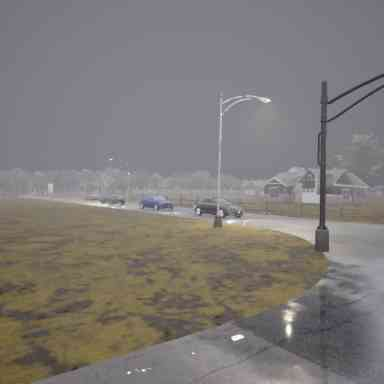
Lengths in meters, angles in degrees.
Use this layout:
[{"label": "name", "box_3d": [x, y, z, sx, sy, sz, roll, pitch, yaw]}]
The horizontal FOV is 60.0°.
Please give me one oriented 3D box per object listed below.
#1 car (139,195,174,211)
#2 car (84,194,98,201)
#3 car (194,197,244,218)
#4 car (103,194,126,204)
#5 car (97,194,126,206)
[{"label": "car", "box_3d": [-3.735, 1.083, 34.622, 1.882, 1.535, 5.008, 2, 0, -36]}, {"label": "car", "box_3d": [-18.192, 1.007, 61.146, 2.033, 1.411, 5.357, 2, -1, -35]}, {"label": "car", "box_3d": [2.061, 1.226, 26.476, 1.837, 1.490, 4.892, 2, 0, -35]}, {"label": "car", "box_3d": [-12.393, 1.087, 52.995, 1.994, 1.385, 4.181, 2, -1, -35]}, {"label": "car", "box_3d": [-10.501, 1.094, 44.151, 1.895, 1.301, 4.718, 2, -1, -35]}]
